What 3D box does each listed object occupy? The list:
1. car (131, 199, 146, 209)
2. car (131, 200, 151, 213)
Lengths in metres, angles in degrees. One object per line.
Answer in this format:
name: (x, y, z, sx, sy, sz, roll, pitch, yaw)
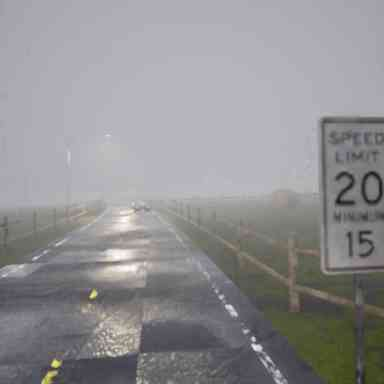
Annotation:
car: (-8.013, 1.776, 49.364, 1.895, 1.301, 4.718, -1, 0, -12)
car: (-5.798, 1.714, 38.512, 1.895, 1.301, 4.718, -1, 0, -11)
